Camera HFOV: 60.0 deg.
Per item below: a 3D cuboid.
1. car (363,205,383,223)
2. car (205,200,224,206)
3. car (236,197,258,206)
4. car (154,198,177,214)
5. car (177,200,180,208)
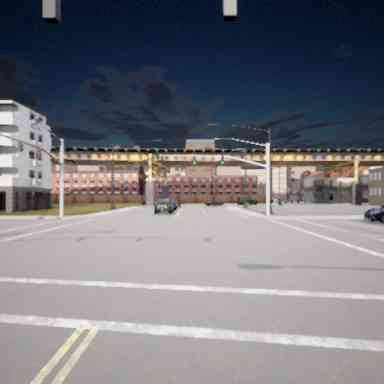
[{"bbox_3d":[16.621,1.587,27.312,4.553,1.767,2.097,-1,-1,1],"label":"car"},{"bbox_3d":[5.093,2.523,75.487,2.033,1.411,5.357,-1,-1,39],"label":"car"},{"bbox_3d":[13.513,2.290,81.766,5.566,2.045,2.150,0,-1,-24],"label":"car"},{"bbox_3d":[-3.588,1.787,43.306,2.150,2.045,5.566,0,-1,1],"label":"car"},{"bbox_3d":[-3.590,1.922,53.709,2.150,2.045,5.566,0,-1,0],"label":"car"}]
